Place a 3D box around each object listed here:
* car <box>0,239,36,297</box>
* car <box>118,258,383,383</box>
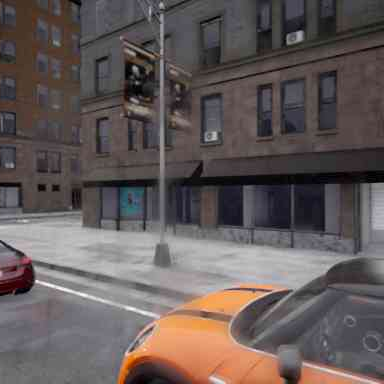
[{"bbox_3d":[-5.416,1.560,7.533,4.181,1.385,1.994,0,0,36],"label":"car"},{"bbox_3d":[1.524,1.352,2.599,4.553,1.767,2.097,0,0,36],"label":"car"}]
